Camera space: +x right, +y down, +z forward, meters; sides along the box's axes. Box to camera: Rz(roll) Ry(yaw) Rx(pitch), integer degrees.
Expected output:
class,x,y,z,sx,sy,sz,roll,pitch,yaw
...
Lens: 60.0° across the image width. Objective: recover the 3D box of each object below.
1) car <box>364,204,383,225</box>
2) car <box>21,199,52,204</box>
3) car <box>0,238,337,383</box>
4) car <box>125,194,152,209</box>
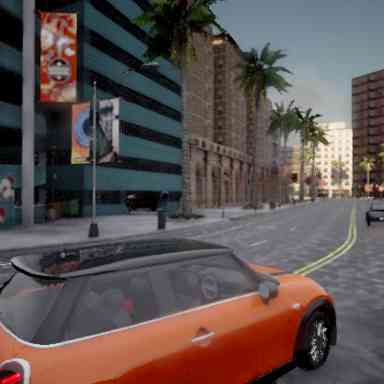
class,x,y,z,sx,sy,sz,roll,pitch,yaw
car,14.290,1.679,25.295,2.128,1.511,4.902,0,0,27
car,-24.458,1.666,52.740,1.895,1.301,4.718,0,0,26
car,-0.132,1.375,4.092,4.553,1.767,2.097,0,0,-40
car,-7.491,1.250,45.323,2.435,2.045,5.566,0,0,26
